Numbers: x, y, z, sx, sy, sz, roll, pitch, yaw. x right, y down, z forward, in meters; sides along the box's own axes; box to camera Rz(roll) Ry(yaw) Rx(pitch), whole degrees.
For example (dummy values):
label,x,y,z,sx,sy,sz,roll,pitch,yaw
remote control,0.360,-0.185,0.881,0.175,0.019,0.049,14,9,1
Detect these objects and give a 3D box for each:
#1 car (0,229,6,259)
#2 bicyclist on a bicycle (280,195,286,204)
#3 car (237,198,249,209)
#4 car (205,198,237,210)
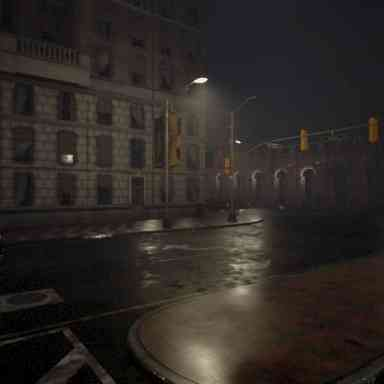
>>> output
label,x,y,z,sx,sy,sz,roll,pitch,yaw
car,-7.529,1.492,8.446,4.902,1.511,2.128,0,0,-35
bicyclist on a bicycle,15.449,1.300,56.436,1.656,1.620,0.582,0,0,-36
car,5.711,1.526,45.207,1.812,1.442,4.674,0,0,-36
car,2.966,1.492,43.026,2.128,1.511,4.902,0,0,-36
